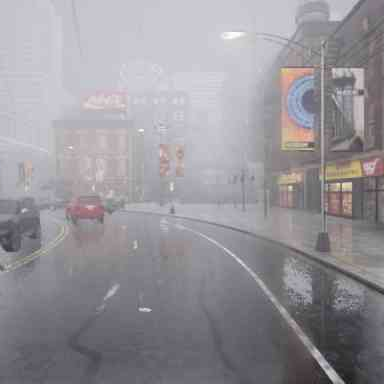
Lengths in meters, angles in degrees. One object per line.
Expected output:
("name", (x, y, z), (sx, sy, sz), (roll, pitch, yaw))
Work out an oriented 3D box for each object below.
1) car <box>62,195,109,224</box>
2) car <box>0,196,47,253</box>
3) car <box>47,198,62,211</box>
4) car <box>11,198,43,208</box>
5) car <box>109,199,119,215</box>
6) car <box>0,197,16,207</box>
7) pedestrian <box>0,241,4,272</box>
("car", (-8.111, 1.223, 24.955), (2.150, 2.045, 5.566), (0, 0, -27))
("car", (-7.936, 1.221, 13.878), (2.150, 2.045, 5.566), (0, 0, -12))
("car", (-16.887, 1.505, 40.454), (4.892, 1.490, 1.837), (0, 0, 38))
("car", (-24.241, 1.595, 48.863), (4.718, 1.301, 1.895), (0, 0, 29))
("car", (-9.480, 1.601, 33.227), (1.895, 1.301, 4.718), (0, 0, -38))
("car", (-29.557, 1.520, 51.002), (4.674, 1.452, 2.002), (0, 0, 19))
("pedestrian", (-5.585, 1.574, 9.267), (0.375, 1.300, 0.375), (0, 0, -3))
